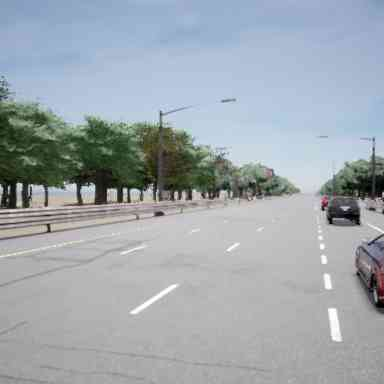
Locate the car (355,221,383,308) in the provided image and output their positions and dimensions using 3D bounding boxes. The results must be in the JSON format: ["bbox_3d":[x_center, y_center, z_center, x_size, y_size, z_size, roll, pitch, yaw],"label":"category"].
[{"bbox_3d":[5.044,1.624,7.659,1.994,1.385,4.181,0,0,20],"label":"car"}]

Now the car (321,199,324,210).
[{"bbox_3d":[19.743,1.527,47.442,2.150,2.045,5.566,0,0,22],"label":"car"}]

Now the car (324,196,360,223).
[{"bbox_3d":[11.988,1.387,26.525,2.150,2.045,5.566,0,0,20],"label":"car"}]

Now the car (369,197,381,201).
[{"bbox_3d":[45.268,2.076,82.863,4.674,1.442,1.812,0,0,-38],"label":"car"}]
